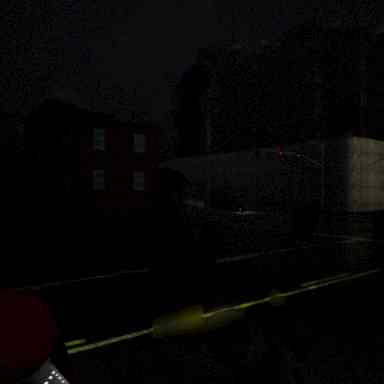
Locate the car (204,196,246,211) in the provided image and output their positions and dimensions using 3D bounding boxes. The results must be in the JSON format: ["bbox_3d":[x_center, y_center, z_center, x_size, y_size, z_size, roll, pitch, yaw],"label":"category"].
[{"bbox_3d":[3.596,1.181,37.312,2.033,1.411,5.357,0,5,-36],"label":"car"}]

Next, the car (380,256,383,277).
[{"bbox_3d":[6.687,1.617,8.532,4.181,1.385,1.994,0,0,-35],"label":"car"}]

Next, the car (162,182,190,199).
[{"bbox_3d":[-2.146,-0.024,45.360,1.895,1.301,4.718,0,9,-36],"label":"car"}]

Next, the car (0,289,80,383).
[{"bbox_3d":[-3.353,1.205,1.371,5.566,2.045,2.150,0,0,-35],"label":"car"}]

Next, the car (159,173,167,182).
[{"bbox_3d":[-6.147,-2.588,57.329,2.128,1.511,4.902,0,12,-36],"label":"car"}]
